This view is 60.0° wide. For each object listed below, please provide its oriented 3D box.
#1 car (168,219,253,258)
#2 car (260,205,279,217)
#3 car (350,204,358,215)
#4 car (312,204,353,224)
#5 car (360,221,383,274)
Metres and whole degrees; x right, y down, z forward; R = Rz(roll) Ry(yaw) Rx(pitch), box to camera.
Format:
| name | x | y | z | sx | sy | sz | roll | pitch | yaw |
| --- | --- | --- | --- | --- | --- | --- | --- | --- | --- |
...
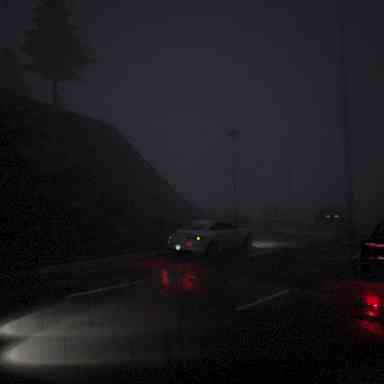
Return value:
| name | x | y | z | sx | sy | sz | roll | pitch | yaw |
| --- | --- | --- | --- | --- | --- | --- | --- | --- | --- |
| car | 0.901 | 1.902 | 14.562 | 1.812 | 1.442 | 4.674 | -1 | -1 | 39 |
| car | 10.293 | 2.472 | 44.339 | 2.128 | 1.511 | 4.902 | -1 | -1 | 2 |
| car | 20.777 | 2.333 | 45.229 | 1.812 | 1.442 | 4.674 | -1 | -1 | 2 |
| car | 12.349 | 2.118 | 30.164 | 2.033 | 1.411 | 5.357 | -1 | -1 | 8 |
| car | 6.732 | 1.652 | 10.502 | 2.128 | 1.511 | 4.902 | -2 | -2 | 39 |
